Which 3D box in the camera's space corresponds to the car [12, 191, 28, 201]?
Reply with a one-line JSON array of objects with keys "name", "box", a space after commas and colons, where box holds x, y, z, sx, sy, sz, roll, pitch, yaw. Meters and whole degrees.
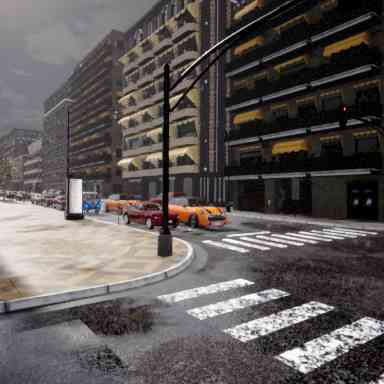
[{"name": "car", "box": [-25.749, 0.541, 51.055, 1.967, 1.590, 4.097, 2, 0, -36]}]

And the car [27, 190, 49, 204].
[{"name": "car", "box": [-18.990, 0.805, 41.774, 1.752, 1.417, 4.829, 2, 0, -36]}]

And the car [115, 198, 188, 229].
[{"name": "car", "box": [-2.434, 1.261, 19.053, 1.887, 1.381, 4.507, 2, 0, -36]}]

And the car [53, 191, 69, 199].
[{"name": "car", "box": [-25.747, 0.529, 65.277, 1.752, 1.417, 4.829, 2, 0, -36]}]

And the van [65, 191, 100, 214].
[{"name": "van", "box": [-9.090, 0.881, 28.197, 1.690, 1.788, 3.998, 2, 0, -36]}]

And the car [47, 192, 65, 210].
[{"name": "car", "box": [-12.427, 0.997, 32.768, 1.887, 1.381, 4.507, 2, 0, -36]}]

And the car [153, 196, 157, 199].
[{"name": "car", "box": [-2.322, 0.936, 33.138, 2.192, 1.841, 5.009, 2, 0, -36]}]

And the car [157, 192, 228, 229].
[{"name": "car", "box": [0.110, 1.106, 19.902, 2.097, 1.767, 4.553, 1, 0, -35]}]

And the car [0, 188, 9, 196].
[{"name": "car", "box": [-42.402, -0.022, 73.913, 2.192, 1.841, 5.009, 2, 0, -36]}]

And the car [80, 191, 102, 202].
[{"name": "car", "box": [-15.650, 0.710, 51.425, 1.967, 1.590, 4.097, 2, 0, -36]}]

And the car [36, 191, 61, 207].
[{"name": "car", "box": [-15.759, 0.909, 37.340, 1.887, 1.381, 4.507, 2, 0, -36]}]

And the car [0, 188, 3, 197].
[{"name": "car", "box": [-39.078, 0.301, 69.341, 2.008, 1.369, 4.403, 2, 0, -36]}]

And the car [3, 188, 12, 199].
[{"name": "car", "box": [-32.416, 0.470, 60.198, 1.887, 1.381, 4.507, 2, 0, -36]}]

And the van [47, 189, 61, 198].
[{"name": "van", "box": [-28.973, 0.260, 69.711, 1.690, 1.788, 3.998, 2, 0, -36]}]

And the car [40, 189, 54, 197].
[{"name": "car", "box": [-32.307, 0.272, 74.283, 1.967, 1.590, 4.097, 2, 0, -36]}]

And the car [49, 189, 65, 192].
[{"name": "car", "box": [-16.141, 0.675, 42.301, 2.097, 1.767, 4.553, 1, 1, -36]}]

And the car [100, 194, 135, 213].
[{"name": "car", "box": [-5.576, 0.959, 27.756, 2.097, 1.767, 4.553, 1, 0, -36]}]
